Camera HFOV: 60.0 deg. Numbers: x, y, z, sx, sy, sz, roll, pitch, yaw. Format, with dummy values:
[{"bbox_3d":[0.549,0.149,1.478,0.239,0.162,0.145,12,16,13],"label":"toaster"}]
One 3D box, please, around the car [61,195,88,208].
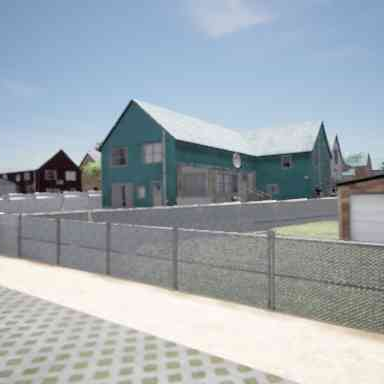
[{"bbox_3d":[-13.025,0.851,38.175,2.097,1.767,4.553,-2,1,35],"label":"car"}]
